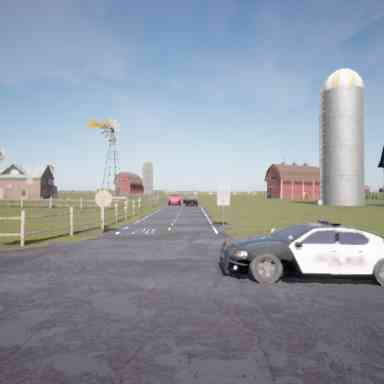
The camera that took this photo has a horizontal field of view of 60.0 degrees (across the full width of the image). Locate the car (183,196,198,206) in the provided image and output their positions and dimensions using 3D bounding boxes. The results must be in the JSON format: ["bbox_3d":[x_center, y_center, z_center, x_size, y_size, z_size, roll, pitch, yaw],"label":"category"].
[{"bbox_3d":[-0.068,1.501,53.992,1.882,1.535,5.008,0,0,-2],"label":"car"}]

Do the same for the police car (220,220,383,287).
[{"bbox_3d":[3.331,1.582,9.085,4.974,1.542,2.038,2,0,0],"label":"police car"}]

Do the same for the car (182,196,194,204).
[{"bbox_3d":[-0.735,1.494,64.101,1.882,1.535,5.008,0,0,-6],"label":"car"}]

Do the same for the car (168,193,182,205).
[{"bbox_3d":[-3.006,1.242,58.060,2.150,2.045,5.566,0,0,-2],"label":"car"}]
